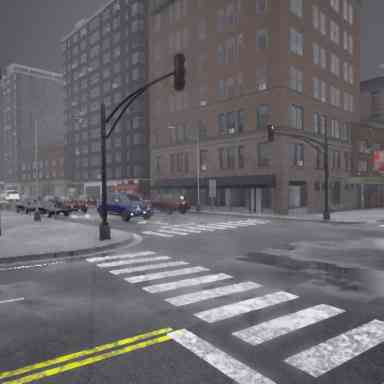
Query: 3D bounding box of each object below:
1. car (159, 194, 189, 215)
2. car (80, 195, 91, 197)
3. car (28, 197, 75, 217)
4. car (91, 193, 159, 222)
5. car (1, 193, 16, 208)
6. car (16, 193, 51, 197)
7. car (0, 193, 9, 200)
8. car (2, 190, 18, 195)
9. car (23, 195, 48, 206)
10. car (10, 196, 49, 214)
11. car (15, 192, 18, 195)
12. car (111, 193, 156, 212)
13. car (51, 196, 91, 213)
[{"bbox_3d":[-2.411,1.087,31.163,2.192,1.841,5.009,0,1,-44],"label":"car"},{"bbox_3d":[-13.895,1.083,43.044,1.967,1.590,4.097,0,1,-44],"label":"car"},{"bbox_3d":[-12.364,1.418,29.196,1.947,1.339,4.313,0,1,-44],"label":"car"},{"bbox_3d":[-5.318,1.089,25.856,2.150,2.045,5.566,-1,1,-44],"label":"car"},{"bbox_3d":[-23.727,1.248,40.950,1.752,1.417,4.829,0,1,-44],"label":"car"},{"bbox_3d":[-19.348,1.215,40.396,1.837,1.490,4.892,-1,1,-44],"label":"car"},{"bbox_3d":[-40.690,0.885,70.764,1.947,1.339,4.313,0,1,-44],"label":"car"},{"bbox_3d":[-31.881,0.711,57.941,2.150,2.045,5.566,-1,1,-44],"label":"car"},{"bbox_3d":[-22.902,1.198,48.667,1.895,1.301,4.718,-1,1,-44],"label":"car"},{"bbox_3d":[-16.191,1.375,33.155,1.947,1.339,4.313,0,1,-44],"label":"car"},{"bbox_3d":[-29.207,1.044,58.885,1.802,1.307,4.206,0,1,-44],"label":"car"},{"bbox_3d":[-6.239,1.045,35.123,2.192,1.841,5.009,0,1,-44],"label":"car"},{"bbox_3d":[-12.080,1.394,32.856,1.895,1.301,4.718,-1,1,-44],"label":"car"}]
